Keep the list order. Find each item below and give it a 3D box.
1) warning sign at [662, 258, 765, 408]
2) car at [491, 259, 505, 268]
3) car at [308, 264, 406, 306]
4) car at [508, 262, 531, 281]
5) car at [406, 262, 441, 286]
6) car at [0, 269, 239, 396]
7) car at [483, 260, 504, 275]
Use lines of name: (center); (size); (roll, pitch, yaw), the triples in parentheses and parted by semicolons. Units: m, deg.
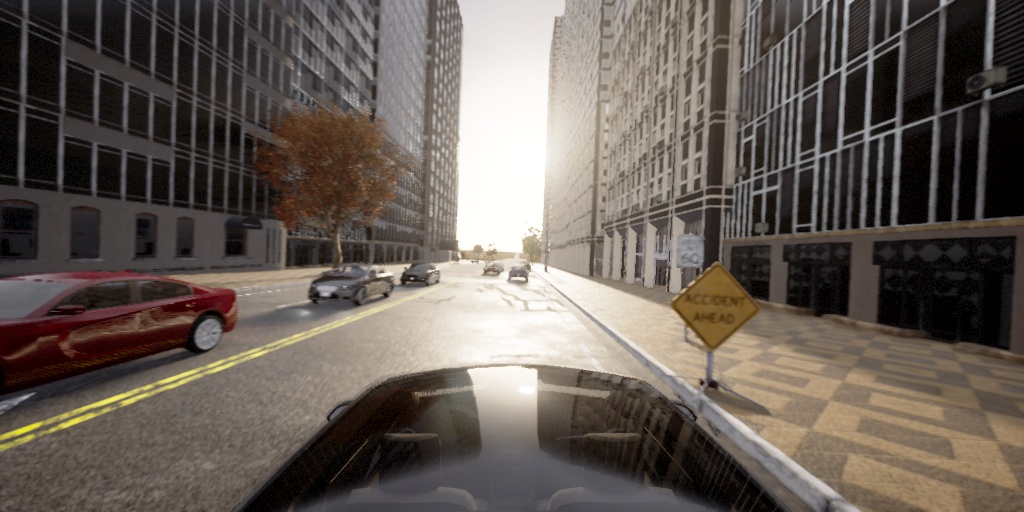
warning sign: (2.832, 1.007, 5.179); (1.300, 1.860, 1.060); (0, 0, 1)
car: (-2.177, 1.579, 54.350); (1.812, 1.442, 4.674); (2, 0, 1)
car: (-6.399, 1.076, 14.858); (2.128, 1.511, 4.902); (2, 0, 1)
car: (0.627, 1.549, 34.456); (1.812, 1.442, 4.674); (2, 0, 1)
car: (-6.194, 1.174, 24.860); (1.837, 1.490, 4.892); (2, 0, 1)
car: (-6.587, 0.981, 5.278); (1.882, 1.535, 5.008); (2, 0, 1)
car: (-2.387, 1.570, 43.954); (1.895, 1.301, 4.718); (2, 0, 1)
